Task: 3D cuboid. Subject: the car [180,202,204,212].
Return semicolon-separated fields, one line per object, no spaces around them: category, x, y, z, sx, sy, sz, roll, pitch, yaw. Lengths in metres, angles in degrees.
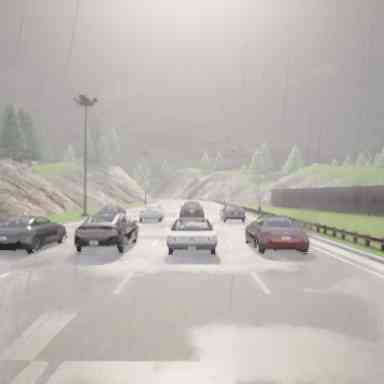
car;0.003;1.624;29.082;2.097;1.767;4.553;0;-1;0

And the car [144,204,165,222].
car;-3.494;1.802;29.385;1.812;1.442;4.674;0;0;0

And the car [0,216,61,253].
car;-6.996;1.699;14.282;1.994;1.385;4.181;0;0;0

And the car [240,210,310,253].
car;3.503;1.700;14.331;1.994;1.385;4.181;0;0;0

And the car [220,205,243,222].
car;3.502;1.820;28.987;2.033;1.411;5.357;0;-1;0

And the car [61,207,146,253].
car;-3.496;1.628;14.291;2.128;1.511;4.902;0;0;0

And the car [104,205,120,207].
car;-6.996;1.840;29.281;1.994;1.385;4.181;0;0;0

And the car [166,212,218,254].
car;0.002;1.734;14.105;1.895;1.301;4.718;0;0;0
